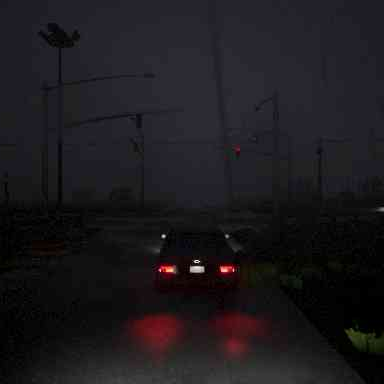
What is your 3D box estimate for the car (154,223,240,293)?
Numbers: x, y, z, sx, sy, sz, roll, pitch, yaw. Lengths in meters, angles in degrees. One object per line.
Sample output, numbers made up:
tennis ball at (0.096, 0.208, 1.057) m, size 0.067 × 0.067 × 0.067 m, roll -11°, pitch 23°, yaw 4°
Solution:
car at (0.094, 1.547, 8.956) m, size 2.033 × 1.411 × 5.357 m, roll 0°, pitch 0°, yaw 0°
